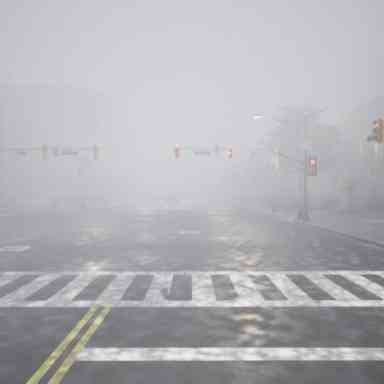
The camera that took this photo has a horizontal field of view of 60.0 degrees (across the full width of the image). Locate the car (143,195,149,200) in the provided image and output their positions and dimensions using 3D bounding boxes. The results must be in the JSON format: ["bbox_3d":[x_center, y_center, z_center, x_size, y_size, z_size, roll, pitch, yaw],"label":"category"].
[{"bbox_3d":[-11.060,1.419,84.294,1.994,1.385,4.181,0,0,-25],"label":"car"}]

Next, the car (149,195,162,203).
[{"bbox_3d":[-7.074,1.441,68.719,2.033,1.411,5.357,0,0,0],"label":"car"}]

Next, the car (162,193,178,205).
[{"bbox_3d":[-3.547,1.152,58.210,2.150,2.045,5.566,0,0,0],"label":"car"}]
